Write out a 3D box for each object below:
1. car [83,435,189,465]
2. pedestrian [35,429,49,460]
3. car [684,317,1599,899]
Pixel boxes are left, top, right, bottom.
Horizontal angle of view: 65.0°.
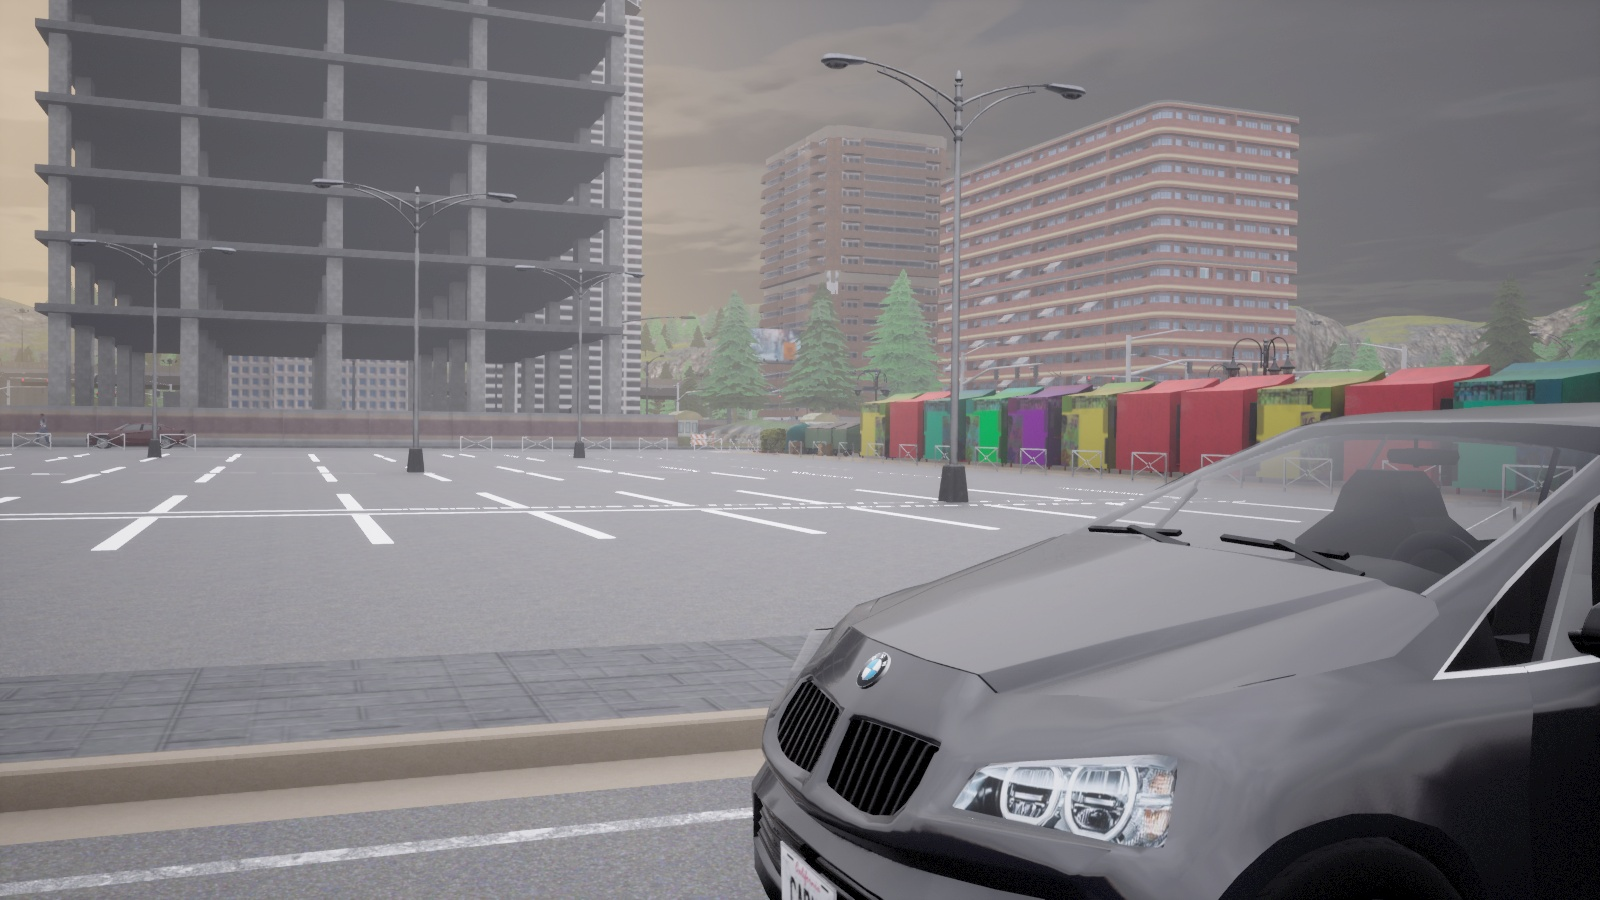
[{"bbox_3d":[-36.933,-0.019,69.992,5.008,1.535,1.882,-1,1,-23],"label":"car"},{"bbox_3d":[-45.145,-0.330,74.800,0.706,1.836,0.354,-1,1,-32],"label":"pedestrian"},{"bbox_3d":[2.168,0.553,4.061,4.611,1.667,2.242,-1,1,-21],"label":"car"}]
